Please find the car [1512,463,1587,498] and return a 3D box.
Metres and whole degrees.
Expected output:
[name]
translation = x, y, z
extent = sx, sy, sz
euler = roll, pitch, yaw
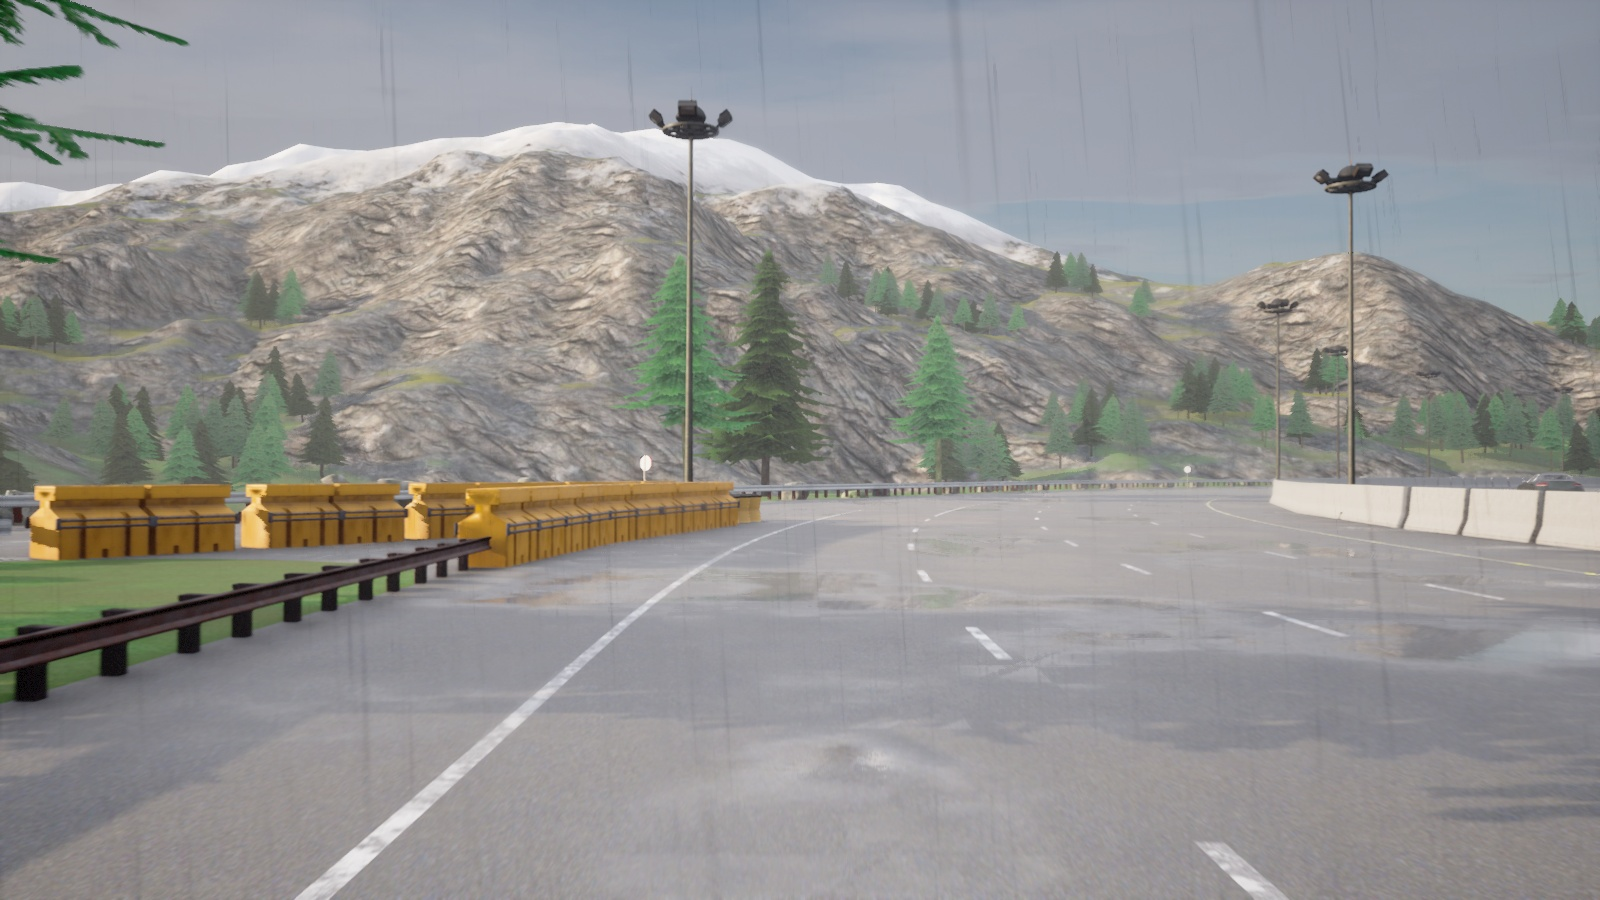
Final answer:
[car]
translation = 36.517, 1.474, 61.326
extent = 2.152, 1.651, 5.027
euler = -1, -1, 19
